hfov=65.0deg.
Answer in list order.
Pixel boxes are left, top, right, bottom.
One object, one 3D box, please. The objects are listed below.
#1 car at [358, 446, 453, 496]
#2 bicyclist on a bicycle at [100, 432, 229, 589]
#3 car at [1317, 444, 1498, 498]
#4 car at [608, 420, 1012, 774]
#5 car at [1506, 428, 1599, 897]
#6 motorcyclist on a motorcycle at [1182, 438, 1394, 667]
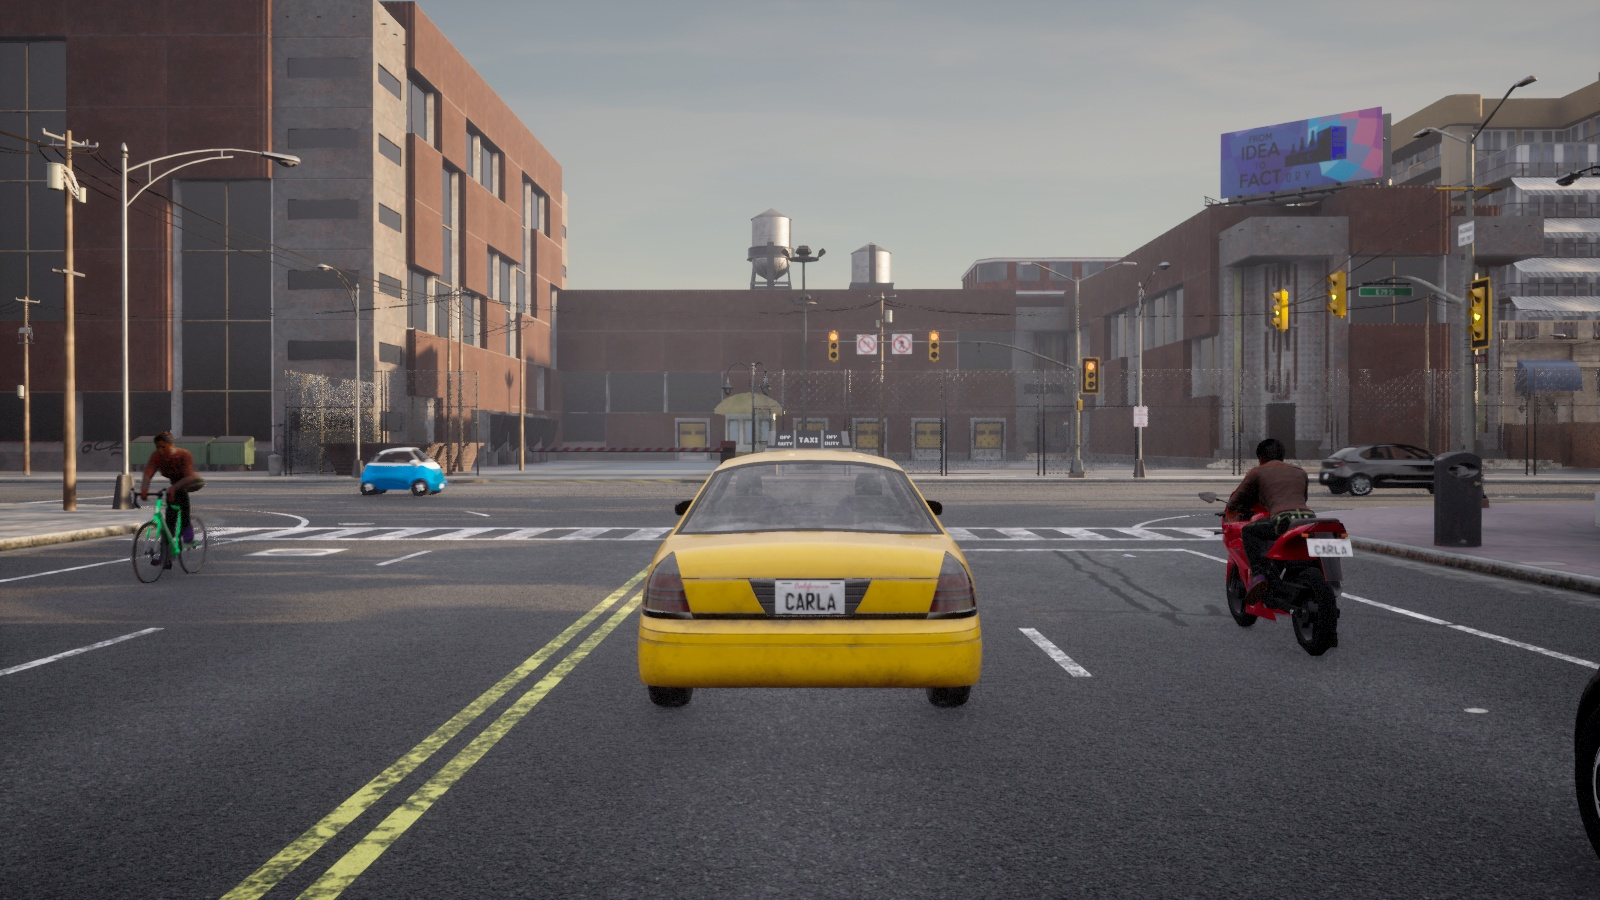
[{"bbox_3d":[-11.217,0.590,35.795,2.207,1.376,1.481,0,0,1],"label":"car"},{"bbox_3d":[-6.944,0.616,13.803,0.582,1.620,1.656,0,1,0],"label":"bicyclist on a bicycle"},{"bbox_3d":[16.966,0.575,35.244,4.193,1.474,1.816,0,0,4],"label":"car"},{"bbox_3d":[0.057,0.639,8.274,1.801,1.575,5.366,0,0,0],"label":"car"},{"bbox_3d":[3.526,0.712,2.849,1.789,1.549,3.705,0,0,1],"label":"car"},{"bbox_3d":[3.563,0.678,9.397,0.797,1.523,2.044,0,0,0],"label":"motorcyclist on a motorcycle"}]
